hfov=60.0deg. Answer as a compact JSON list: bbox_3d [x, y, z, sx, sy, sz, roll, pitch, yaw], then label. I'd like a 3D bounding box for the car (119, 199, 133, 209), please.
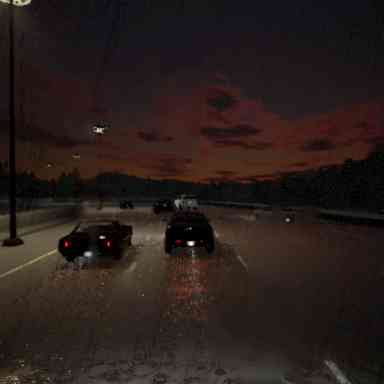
[{"bbox_3d":[-10.193,1.806,51.114,1.812,1.442,4.674,0,0,-17],"label":"car"}]

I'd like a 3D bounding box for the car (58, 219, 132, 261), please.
[{"bbox_3d":[-3.416,1.681,12.733,1.895,1.301,4.718,-1,0,-4],"label":"car"}]

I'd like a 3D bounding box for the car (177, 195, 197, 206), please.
[{"bbox_3d":[-0.921,1.377,44.118,2.150,2.045,5.566,0,0,-15],"label":"car"}]

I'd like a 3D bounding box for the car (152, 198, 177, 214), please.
[{"bbox_3d":[-3.358,1.513,37.772,2.097,1.767,4.553,-1,0,-12],"label":"car"}]

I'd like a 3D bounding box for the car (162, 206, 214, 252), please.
[{"bbox_3d":[-0.204,1.555,14.136,1.837,1.490,4.892,0,0,-4],"label":"car"}]

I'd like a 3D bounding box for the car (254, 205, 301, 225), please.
[{"bbox_3d":[6.145,1.614,24.579,1.895,1.301,4.718,-1,0,-7],"label":"car"}]
